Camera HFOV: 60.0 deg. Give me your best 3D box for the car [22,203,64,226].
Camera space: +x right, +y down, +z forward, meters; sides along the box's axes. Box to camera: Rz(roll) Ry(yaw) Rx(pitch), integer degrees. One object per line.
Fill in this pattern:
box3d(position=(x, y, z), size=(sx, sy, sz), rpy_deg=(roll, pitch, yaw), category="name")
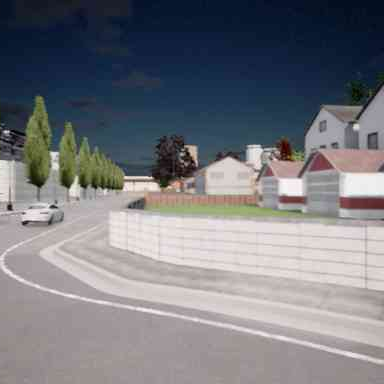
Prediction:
box3d(position=(-10.311, 1.486, 23.194), size=(1.812, 1.442, 4.674), rpy_deg=(0, 0, -8), category="car")
